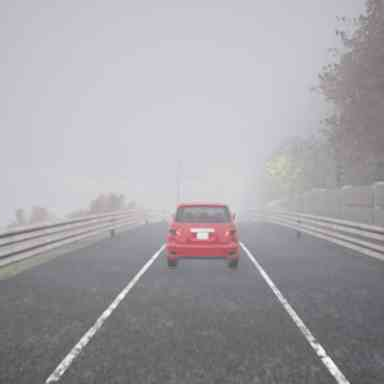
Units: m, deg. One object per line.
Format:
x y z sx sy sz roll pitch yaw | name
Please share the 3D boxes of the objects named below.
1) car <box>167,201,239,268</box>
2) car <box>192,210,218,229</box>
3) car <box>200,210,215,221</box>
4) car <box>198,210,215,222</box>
0.398 1.327 11.788 2.150 2.045 5.566 0 -1 2 | car
1.041 2.130 26.578 1.895 1.301 4.718 0 -2 3 | car
2.197 3.231 46.117 1.812 1.442 4.674 0 -4 5 | car
1.715 2.803 39.069 1.895 1.301 4.718 0 -4 4 | car
